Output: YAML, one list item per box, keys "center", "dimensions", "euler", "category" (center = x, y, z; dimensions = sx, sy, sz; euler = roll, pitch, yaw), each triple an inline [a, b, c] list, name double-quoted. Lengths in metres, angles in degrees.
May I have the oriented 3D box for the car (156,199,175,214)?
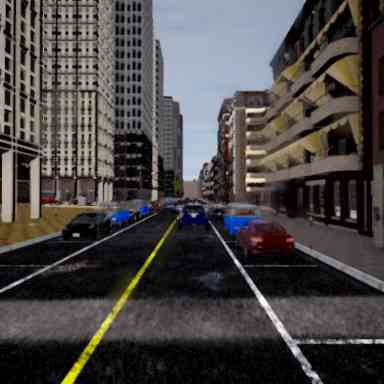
- center: [-3.013, 2.018, 43.376]
  dimensions: [2.033, 1.411, 5.357]
  euler: [0, -1, 0]
  category: "car"

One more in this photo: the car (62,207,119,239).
- center: [-5.670, 1.764, 18.490]
  dimensions: [1.947, 1.339, 4.313]
  euler: [0, -1, 0]
  category: "car"

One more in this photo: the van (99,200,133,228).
- center: [-5.665, 1.600, 24.141]
  dimensions: [1.690, 1.788, 3.998]
  euler: [0, -1, 0]
  category: "van"

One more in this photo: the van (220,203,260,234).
- center: [2.710, 1.539, 18.484]
  dimensions: [1.690, 1.788, 3.998]
  euler: [0, -1, 0]
  category: "van"

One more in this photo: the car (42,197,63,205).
- center: [-26.640, 1.793, 63.174]
  dimensions: [4.206, 1.307, 1.802]
  euler: [1, -2, 0]
  category: "car"

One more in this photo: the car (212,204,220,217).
- center: [2.728, 1.934, 35.426]
  dimensions: [2.008, 1.369, 4.403]
  euler: [0, -1, 0]
  category: "car"

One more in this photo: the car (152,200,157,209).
- center: [-5.634, 2.011, 52.382]
  dimensions: [1.967, 1.590, 4.097]
  euler: [0, -1, 0]
  category: "car"

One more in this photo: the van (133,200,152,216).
- center: [-5.652, 1.723, 35.438]
  dimensions: [1.690, 1.788, 3.998]
  euler: [0, -1, 0]
  category: "van"

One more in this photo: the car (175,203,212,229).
- center: [0.117, 1.609, 23.973]
  dimensions: [2.097, 1.767, 4.553]
  euler: [0, -1, 0]
  category: "car"

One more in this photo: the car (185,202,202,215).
- center: [0.138, 2.006, 40.805]
  dimensions: [1.994, 1.385, 4.181]
  euler: [0, -1, 0]
  category: "car"

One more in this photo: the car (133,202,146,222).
- center: [-5.659, 1.871, 29.787]
  dimensions: [2.008, 1.369, 4.403]
  euler: [0, -1, 0]
  category: "car"

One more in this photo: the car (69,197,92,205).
- center: [-21.063, 1.759, 63.184]
  dimensions: [4.097, 1.590, 1.967]
  euler: [1, -2, 0]
  category: "car"

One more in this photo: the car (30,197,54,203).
- center: [-32.285, 1.765, 71.548]
  dimensions: [4.206, 1.307, 1.802]
  euler: [1, -2, 0]
  category: "car"

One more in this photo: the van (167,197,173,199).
- center: [-5.599, 2.281, 84.855]
  dimensions: [1.690, 1.788, 3.998]
  euler: [0, -1, 0]
  category: "van"

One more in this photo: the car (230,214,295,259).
- center: [2.703, 1.720, 12.833]
  dimensions: [1.802, 1.307, 4.206]
  euler: [0, -1, 0]
  category: "car"
